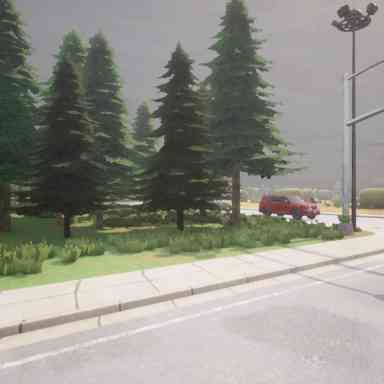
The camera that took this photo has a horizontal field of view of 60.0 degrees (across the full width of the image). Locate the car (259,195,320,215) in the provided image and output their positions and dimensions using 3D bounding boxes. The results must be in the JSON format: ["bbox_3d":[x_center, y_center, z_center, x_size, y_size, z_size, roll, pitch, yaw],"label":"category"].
[{"bbox_3d":[8.312,1.254,28.966,2.150,2.045,5.566,0,0,-34],"label":"car"}]

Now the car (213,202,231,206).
[{"bbox_3d":[2.474,1.524,37.473,2.128,1.511,4.902,0,0,-34],"label":"car"}]

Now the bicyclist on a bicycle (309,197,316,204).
[{"bbox_3d":[12.871,1.335,35.547,1.656,1.620,0.582,0,0,-34],"label":"bicyclist on a bicycle"}]
